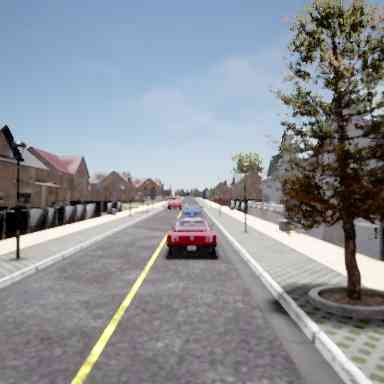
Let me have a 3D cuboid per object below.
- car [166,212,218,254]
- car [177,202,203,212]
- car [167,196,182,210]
[{"bbox_3d":[0.003,1.740,14.114,1.895,1.301,4.718,0,-1,0],"label":"car"},{"bbox_3d":[0.001,1.830,28.999,2.033,1.411,5.357,0,-1,0],"label":"car"},{"bbox_3d":[-2.753,1.721,53.711,2.150,2.045,5.566,0,-1,0],"label":"car"}]
